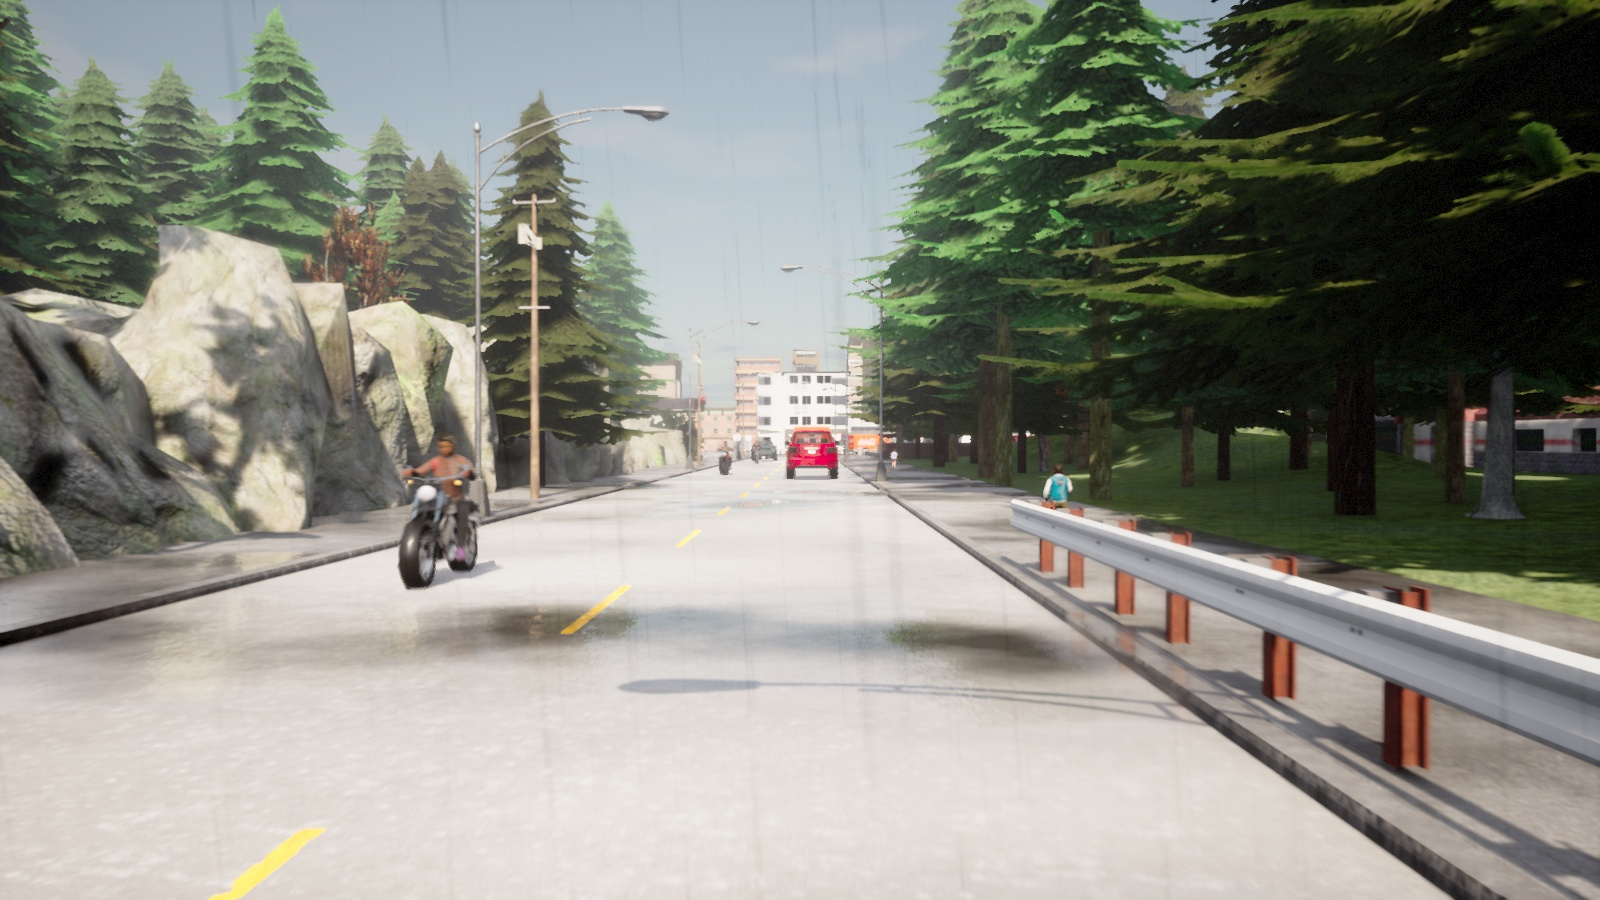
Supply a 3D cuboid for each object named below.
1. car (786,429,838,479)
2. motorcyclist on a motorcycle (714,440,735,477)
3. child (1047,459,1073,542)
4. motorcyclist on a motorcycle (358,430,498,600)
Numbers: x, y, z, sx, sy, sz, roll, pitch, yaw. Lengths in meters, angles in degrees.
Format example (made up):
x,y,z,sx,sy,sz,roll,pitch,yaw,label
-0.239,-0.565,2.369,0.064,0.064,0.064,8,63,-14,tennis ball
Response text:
x,y,z,sx,sy,sz,roll,pitch,yaw,label
0.519,0.159,54.187,2.150,2.045,5.566,0,0,1,car
-3.449,0.369,57.549,0.766,1.649,2.350,0,0,1,motorcyclist on a motorcycle
3.824,0.735,18.497,0.343,1.192,0.448,0,0,7,child
-3.888,0.618,13.355,0.766,1.649,2.350,0,0,1,motorcyclist on a motorcycle
